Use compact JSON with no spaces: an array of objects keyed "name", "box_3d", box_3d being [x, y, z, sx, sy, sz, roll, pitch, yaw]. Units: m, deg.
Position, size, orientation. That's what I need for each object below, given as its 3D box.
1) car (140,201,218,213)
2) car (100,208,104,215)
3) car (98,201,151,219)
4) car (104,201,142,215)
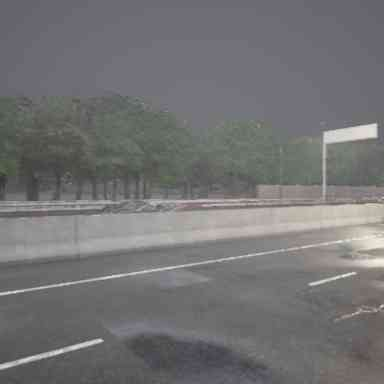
[{"name":"car","box_3d":[-0.425,1.481,20.775,5.008,1.535,1.882,0,0,-35]},{"name":"car","box_3d":[-4.481,1.512,26.480,4.892,1.490,1.837,1,0,-35]},{"name":"car","box_3d":[-5.997,1.570,29.652,4.181,1.385,1.994,0,0,-35]},{"name":"car","box_3d":[-3.179,1.496,23.123,4.902,1.511,2.128,0,0,-35]}]
